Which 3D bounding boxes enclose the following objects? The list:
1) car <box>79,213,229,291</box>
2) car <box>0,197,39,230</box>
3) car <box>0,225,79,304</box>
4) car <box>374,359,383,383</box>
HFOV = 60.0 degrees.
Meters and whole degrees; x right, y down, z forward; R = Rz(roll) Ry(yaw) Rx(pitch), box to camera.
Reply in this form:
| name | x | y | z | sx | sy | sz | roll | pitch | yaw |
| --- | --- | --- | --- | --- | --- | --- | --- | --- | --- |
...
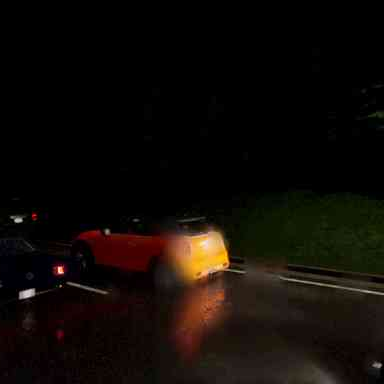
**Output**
| name | x | y | z | sx | sy | sz | roll | pitch | yaw |
| --- | --- | --- | --- | --- | --- | --- | --- | --- | --- |
| car | -1.337 | 1.351 | 9.251 | 4.553 | 1.767 | 2.097 | 0 | 0 | 36 |
| car | -9.083 | 1.219 | 14.777 | 5.566 | 2.045 | 2.150 | 0 | 0 | 36 |
| car | -4.863 | 1.599 | 7.465 | 4.718 | 1.301 | 1.895 | 0 | 0 | 35 |
| car | 3.708 | 1.548 | 1.341 | 5.357 | 1.411 | 2.033 | 0 | 0 | 35 |
